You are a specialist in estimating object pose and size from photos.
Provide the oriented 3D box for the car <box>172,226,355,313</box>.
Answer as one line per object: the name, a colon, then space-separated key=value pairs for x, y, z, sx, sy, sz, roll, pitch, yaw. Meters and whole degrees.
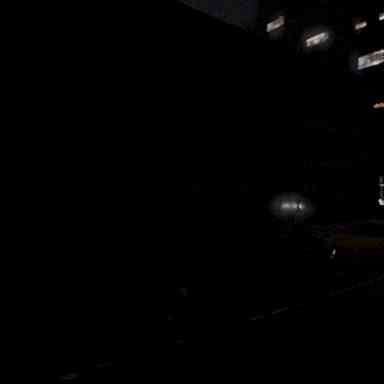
car: x=1.602 y=1.556 z=7.694 sx=4.313 sy=1.339 sz=1.947 roll=0 pitch=1 yaw=-36

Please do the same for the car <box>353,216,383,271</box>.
car: x=5.996 y=1.506 z=10.832 sx=4.829 sy=1.417 sz=1.752 roll=0 pitch=1 yaw=-36
